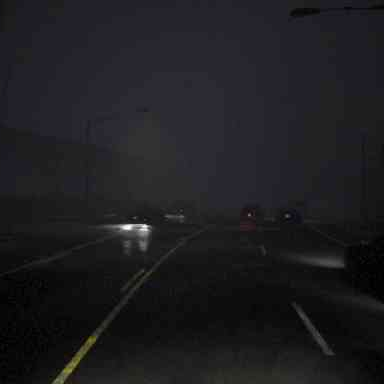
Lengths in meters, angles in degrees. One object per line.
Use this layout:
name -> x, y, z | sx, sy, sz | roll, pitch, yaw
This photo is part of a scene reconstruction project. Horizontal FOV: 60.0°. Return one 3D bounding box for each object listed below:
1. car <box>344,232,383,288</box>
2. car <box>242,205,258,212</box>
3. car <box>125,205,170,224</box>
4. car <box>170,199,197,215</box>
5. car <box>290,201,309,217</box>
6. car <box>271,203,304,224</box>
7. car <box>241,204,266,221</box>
car -> 4.884, 1.505, 7.141 | 1.812, 1.442, 4.674 | 0, 0, 5
car -> 11.136, 3.168, 63.822 | 1.994, 1.385, 4.181 | 0, -2, 23
car -> -3.533, 1.690, 25.586 | 1.994, 1.385, 4.181 | 0, -1, 15
car -> -1.138, 1.936, 43.559 | 2.150, 2.045, 5.566 | 0, -2, 23
car -> 13.470, 2.111, 41.948 | 2.150, 2.045, 5.566 | 0, -2, 23
car -> 7.926, 1.869, 27.400 | 1.994, 1.385, 4.181 | 0, -2, 18
car -> 5.992, 1.942, 32.304 | 1.837, 1.490, 4.892 | 0, -3, 20
